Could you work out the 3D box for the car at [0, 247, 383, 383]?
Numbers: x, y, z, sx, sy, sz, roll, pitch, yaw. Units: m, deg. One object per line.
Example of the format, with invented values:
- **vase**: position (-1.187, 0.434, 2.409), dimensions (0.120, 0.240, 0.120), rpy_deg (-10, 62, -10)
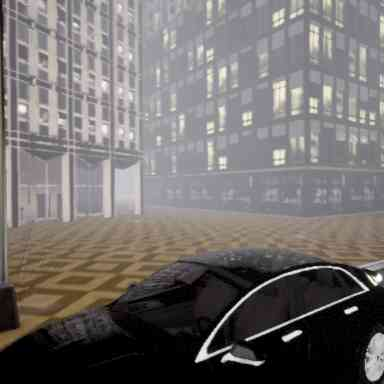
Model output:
- **car**: position (0.429, 1.477, 3.682), dimensions (4.892, 1.490, 1.837), rpy_deg (0, 1, -35)
